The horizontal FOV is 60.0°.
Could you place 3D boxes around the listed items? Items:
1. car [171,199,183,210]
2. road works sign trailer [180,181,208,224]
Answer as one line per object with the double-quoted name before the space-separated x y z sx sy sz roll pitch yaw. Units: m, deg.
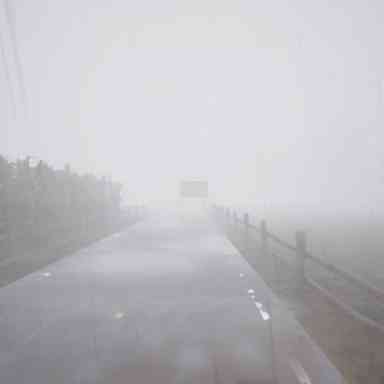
"car" -2.788 2.408 65.287 2.150 2.045 5.566 0 -1 0
"road works sign trailer" 0.163 0.855 28.582 2.380 3.560 2.880 0 -1 -3
